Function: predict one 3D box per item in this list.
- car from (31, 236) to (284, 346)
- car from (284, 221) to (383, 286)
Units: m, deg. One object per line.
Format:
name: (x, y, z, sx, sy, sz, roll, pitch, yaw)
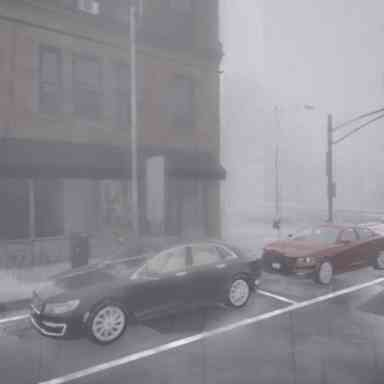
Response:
car: (-0.588, 1.556, 6.241, 4.403, 1.369, 2.008, 0, -1, -35)
car: (3.895, 1.560, 9.436, 4.507, 1.381, 1.887, 0, -1, -35)
